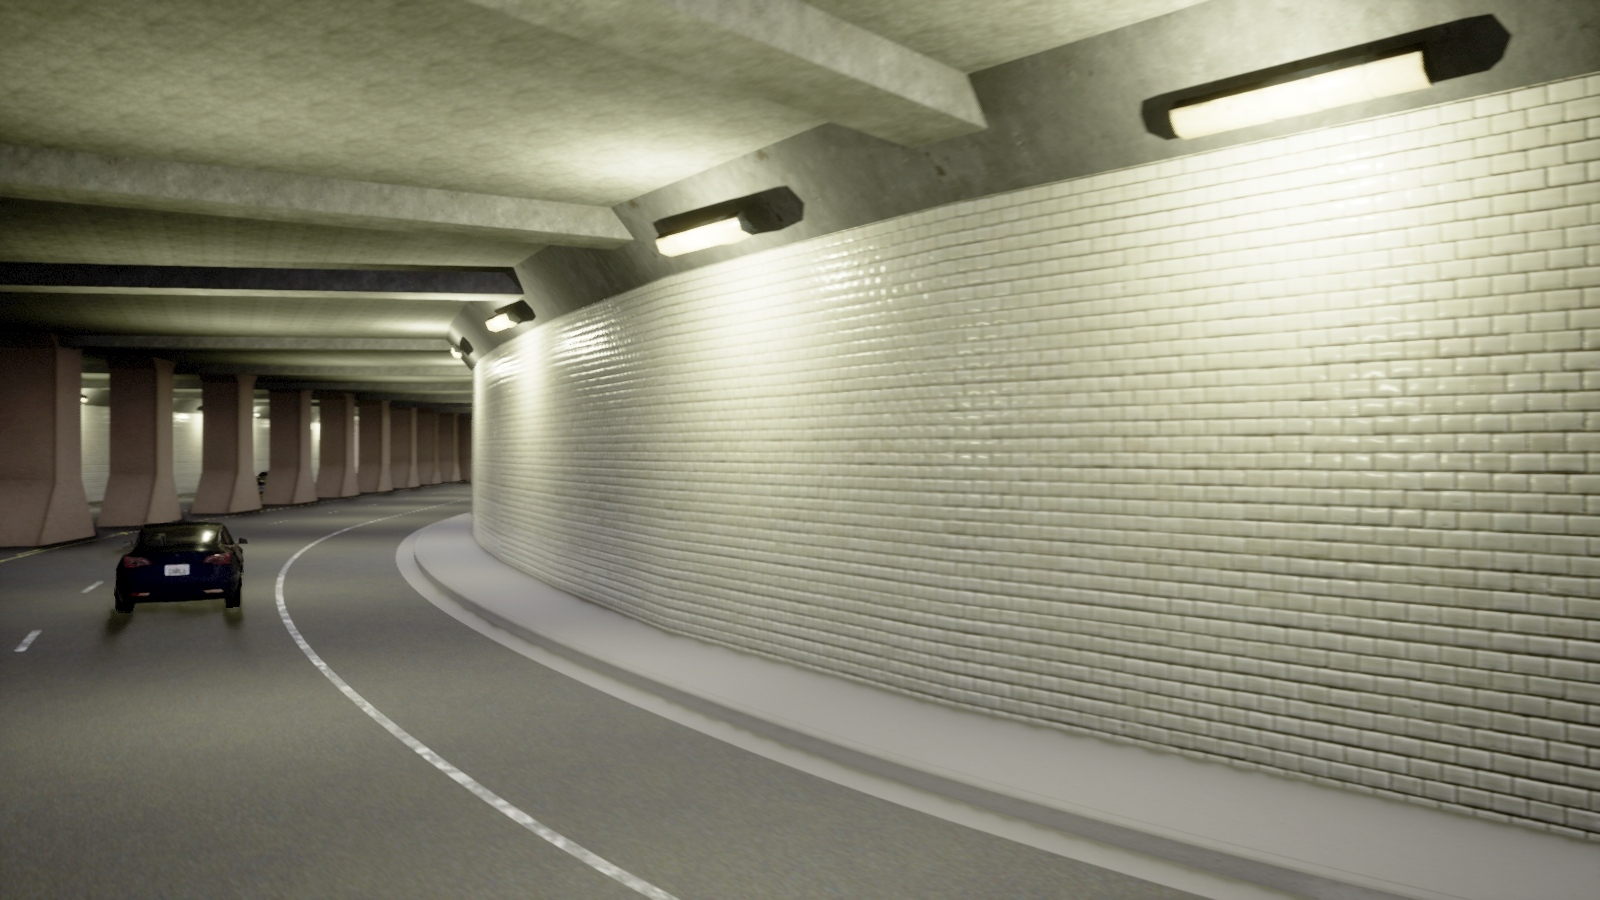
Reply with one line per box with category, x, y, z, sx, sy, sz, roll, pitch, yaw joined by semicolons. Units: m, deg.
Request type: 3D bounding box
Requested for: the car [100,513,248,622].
car;-11.539;2.073;21.361;2.163;1.488;4.792;0;0;-26
